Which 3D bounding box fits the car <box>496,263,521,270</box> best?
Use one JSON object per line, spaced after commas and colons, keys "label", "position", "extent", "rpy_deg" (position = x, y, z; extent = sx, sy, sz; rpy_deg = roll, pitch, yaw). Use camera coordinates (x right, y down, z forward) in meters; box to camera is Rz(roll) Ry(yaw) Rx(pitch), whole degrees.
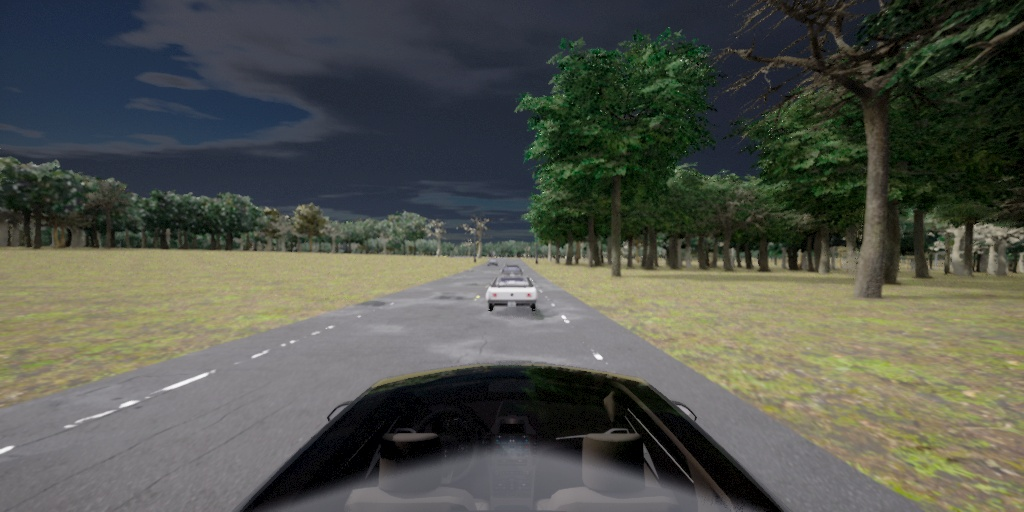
{"label": "car", "position": [0.002, 1.453, 29.359], "extent": [2.033, 1.411, 5.357], "rpy_deg": [0, 0, 0]}

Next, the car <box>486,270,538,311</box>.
{"label": "car", "position": [0.012, 1.449, 15.087], "extent": [1.895, 1.301, 4.718], "rpy_deg": [0, 0, 0]}
